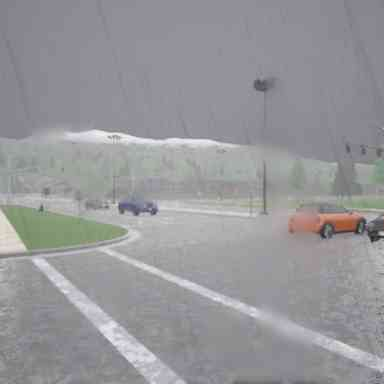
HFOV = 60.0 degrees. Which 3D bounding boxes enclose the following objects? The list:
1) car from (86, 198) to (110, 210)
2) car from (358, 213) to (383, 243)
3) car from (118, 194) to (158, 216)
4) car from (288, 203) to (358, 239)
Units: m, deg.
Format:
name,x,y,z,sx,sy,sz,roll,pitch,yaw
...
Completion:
name,x,y,z,sx,sy,sz,roll,pitch,yaw
car,-12.061,1.496,42.317,2.128,1.511,4.902,0,0,-35
car,9.695,1.535,14.989,4.674,1.442,1.812,0,0,-36
car,-5.430,1.228,32.846,2.150,2.045,5.566,0,0,-35
car,7.166,1.361,17.471,4.553,1.767,2.097,0,0,-36
